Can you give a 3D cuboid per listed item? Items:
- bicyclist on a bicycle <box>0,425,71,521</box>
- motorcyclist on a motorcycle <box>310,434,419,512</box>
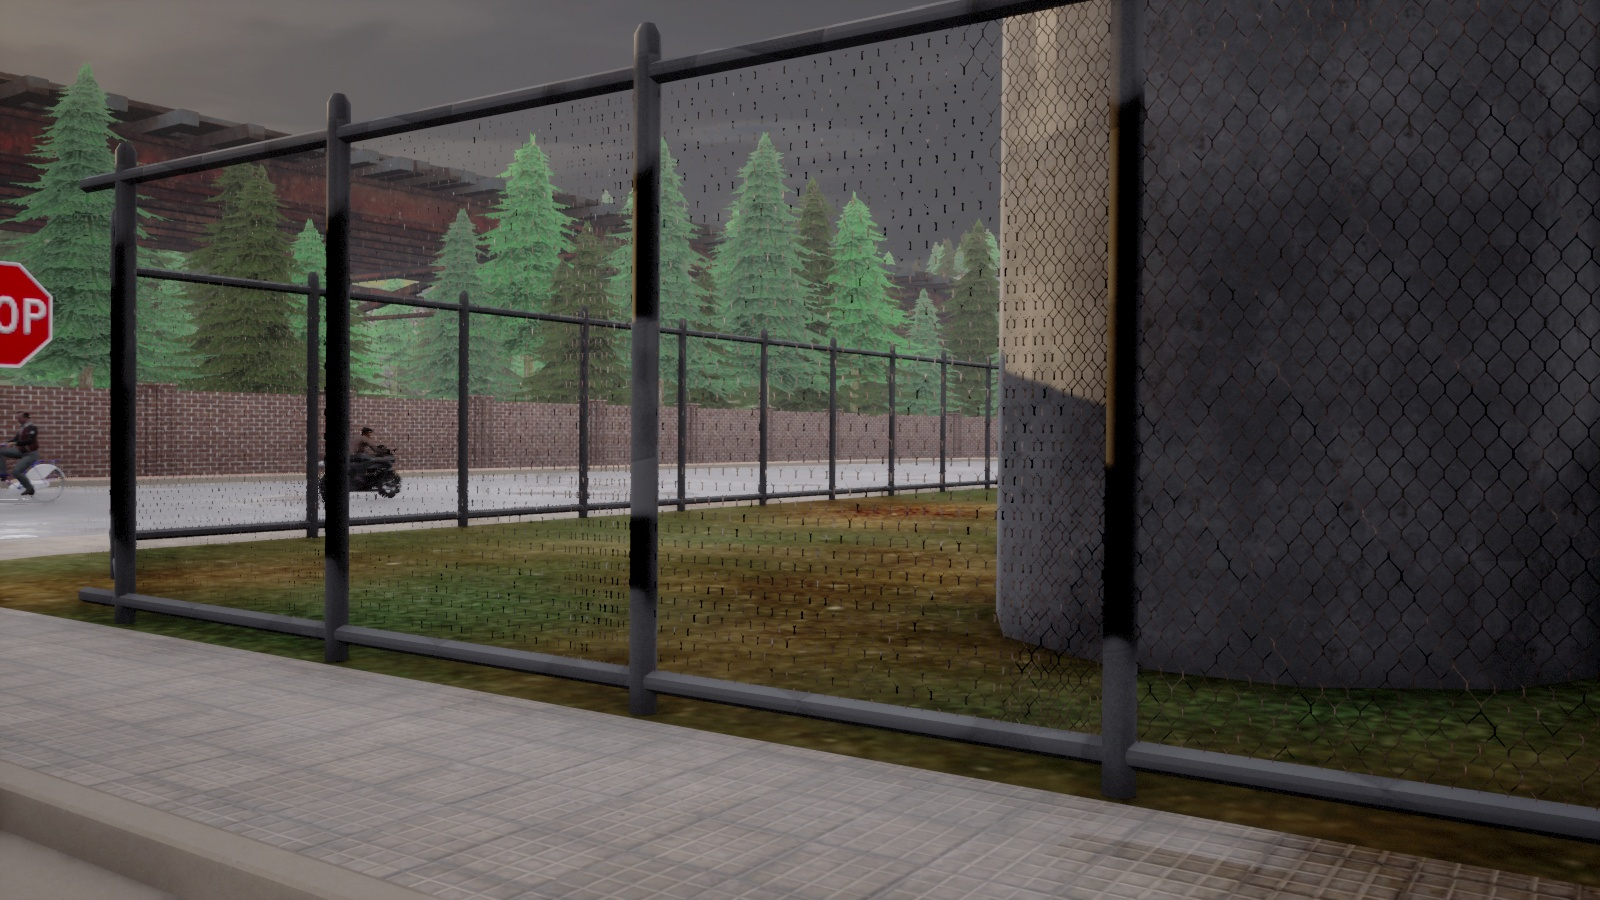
[{"bbox_3d":[-14.806,0.415,23.530,0.659,1.776,1.843,0,1,34],"label":"bicyclist on a bicycle"},{"bbox_3d":[-8.956,0.441,25.914,0.797,1.523,2.044,0,1,34],"label":"motorcyclist on a motorcycle"}]
